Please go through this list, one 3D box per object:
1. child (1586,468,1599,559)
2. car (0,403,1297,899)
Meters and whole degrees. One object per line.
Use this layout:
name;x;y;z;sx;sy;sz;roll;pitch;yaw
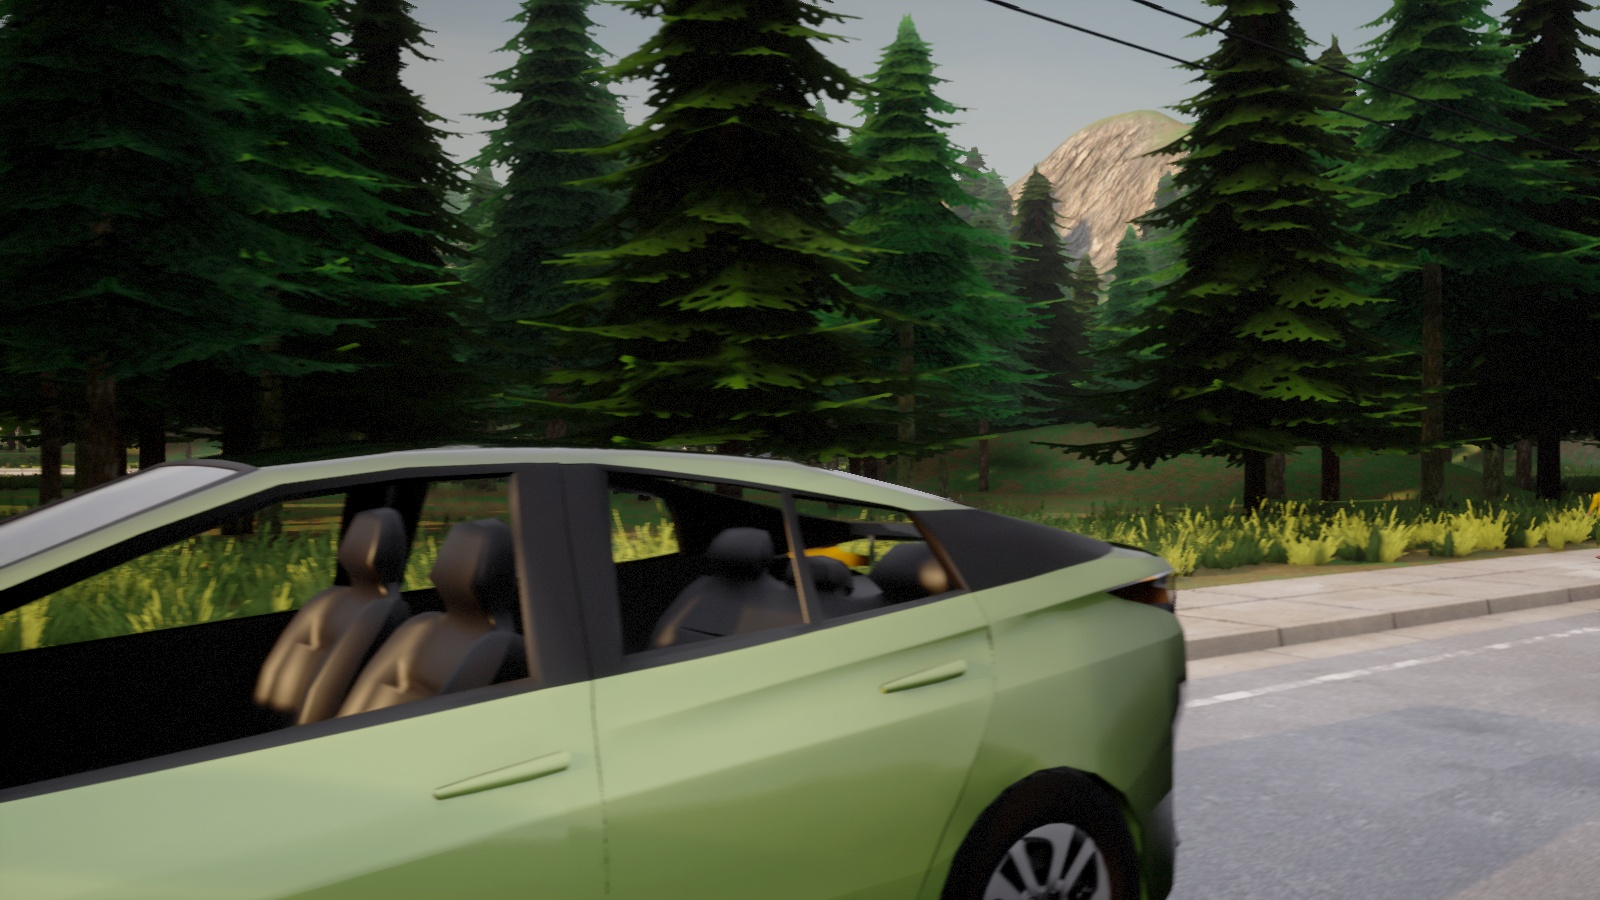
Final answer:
child;10.430;0.814;16.194;0.473;1.160;0.299;0;0;-30
car;-1.082;0.700;2.906;4.514;1.525;2.007;0;0;-35
